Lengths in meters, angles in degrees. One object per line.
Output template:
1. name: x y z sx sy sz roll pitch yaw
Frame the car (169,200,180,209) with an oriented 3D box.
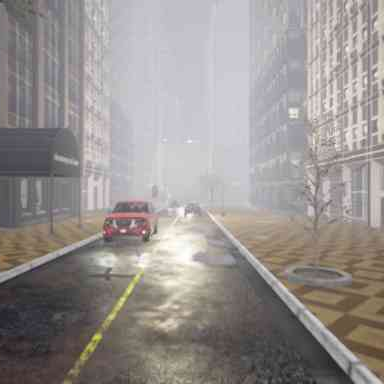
1. car: -3.078 2.217 59.196 1.837 1.490 4.892 0 -1 0

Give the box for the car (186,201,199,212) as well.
1. car: 0.095 2.115 49.357 1.812 1.442 4.674 0 -1 1

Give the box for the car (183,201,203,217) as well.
1. car: 0.090 1.948 37.457 1.837 1.490 4.892 0 -1 0

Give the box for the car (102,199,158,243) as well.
1. car: -3.102 1.428 17.760 2.150 2.045 5.566 0 -1 0
